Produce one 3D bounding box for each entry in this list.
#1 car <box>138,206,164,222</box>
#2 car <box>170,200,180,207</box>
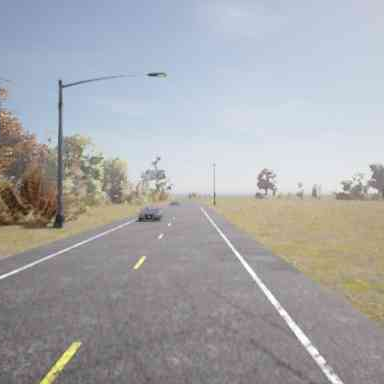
[{"bbox_3d":[-3.597,1.911,29.756,1.994,1.385,4.181,0,-1,0],"label":"car"},{"bbox_3d":[-3.502,2.376,70.864,1.994,1.385,4.181,0,-1,0],"label":"car"}]
